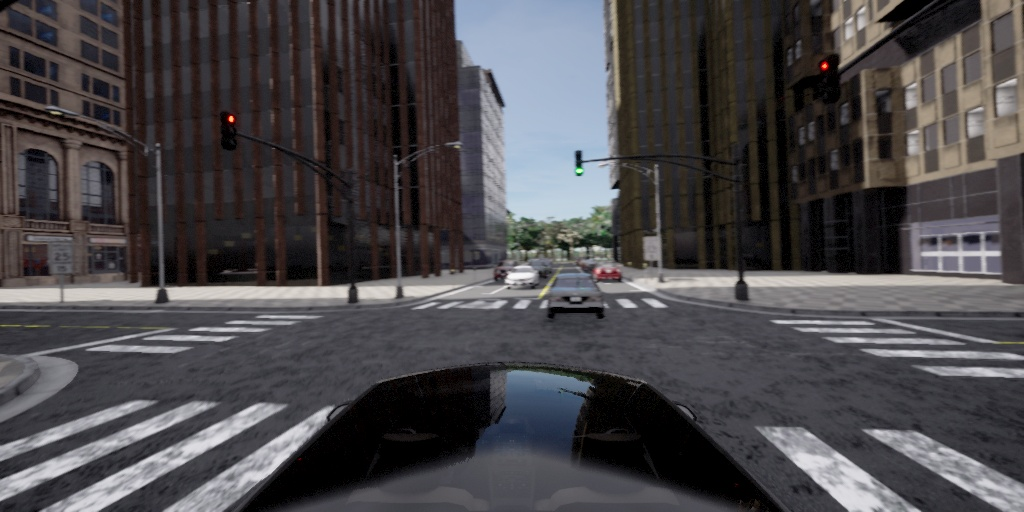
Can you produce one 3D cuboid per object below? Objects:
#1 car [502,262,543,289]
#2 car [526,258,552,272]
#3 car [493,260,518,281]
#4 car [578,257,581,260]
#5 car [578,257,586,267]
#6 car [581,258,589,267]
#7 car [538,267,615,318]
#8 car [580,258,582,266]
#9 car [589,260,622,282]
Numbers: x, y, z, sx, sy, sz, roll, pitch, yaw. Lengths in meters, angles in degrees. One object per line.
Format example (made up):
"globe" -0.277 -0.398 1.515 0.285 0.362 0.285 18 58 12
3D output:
"car" 0.813 1.418 24.588 1.812 1.442 4.674 -2 0 9
"car" 2.403 1.267 34.677 2.097 1.767 4.553 -2 0 9
"car" -0.368 1.323 34.063 2.192 1.841 5.009 0 0 9
"car" 12.306 1.290 59.762 1.751 1.417 4.829 0 0 9
"car" 11.433 1.296 54.223 1.888 1.381 4.507 0 0 9
"car" 9.740 1.275 43.480 2.007 1.370 4.403 0 0 9
"car" 2.267 1.324 13.074 2.033 1.411 5.357 -1 0 9
"car" 10.587 1.283 48.852 1.888 1.381 4.507 0 0 9
"car" 7.202 1.127 27.367 1.967 1.591 4.097 0 0 9
